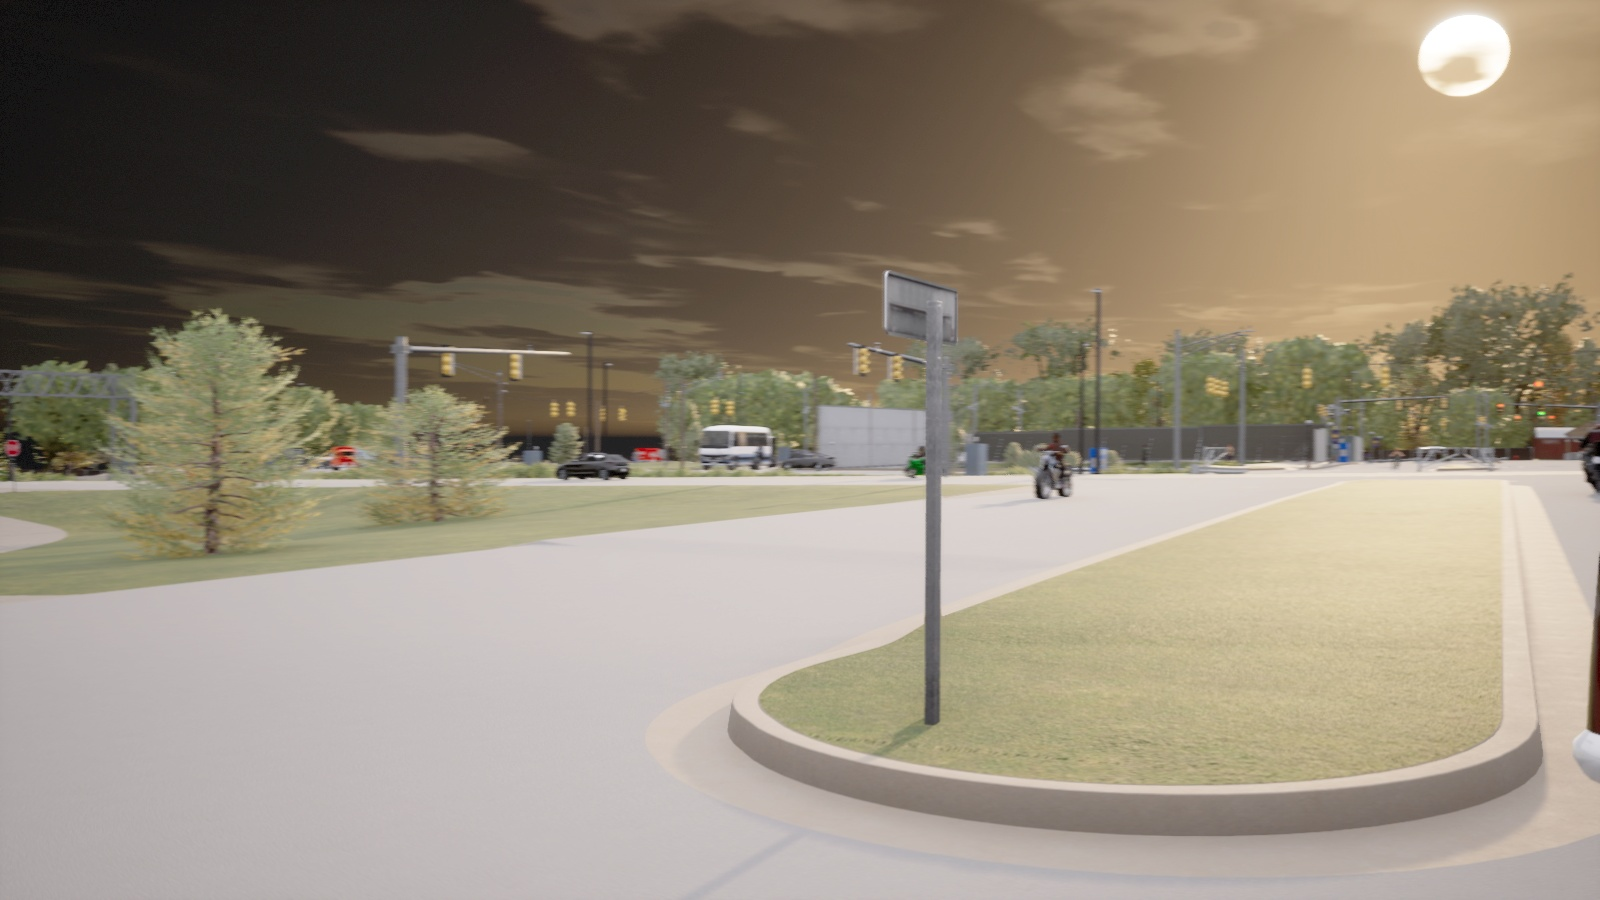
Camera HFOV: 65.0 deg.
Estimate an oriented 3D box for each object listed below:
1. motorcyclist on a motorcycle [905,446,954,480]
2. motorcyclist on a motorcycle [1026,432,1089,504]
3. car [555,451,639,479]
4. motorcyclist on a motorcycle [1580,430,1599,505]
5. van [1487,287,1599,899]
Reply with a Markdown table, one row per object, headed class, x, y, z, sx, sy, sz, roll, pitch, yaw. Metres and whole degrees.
| class | x | y | z | sx | sy | sz | roll | pitch | yaw |
| --- | --- | --- | --- | --- | --- | --- | --- | --- | --- |
| motorcyclist on a motorcycle | 5.911 | 0.603 | 57.437 | 2.044 | 1.523 | 0.797 | -1 | 0 | 30 |
| motorcyclist on a motorcycle | 6.201 | 0.423 | 30.175 | 0.766 | 1.649 | 2.350 | 0 | 0 | 30 |
| car | -10.800 | 0.806 | 66.901 | 4.193 | 1.474 | 1.816 | -1 | 0 | 30 |
| motorcyclist on a motorcycle | 17.098 | 0.355 | 26.612 | 0.866 | 1.530 | 2.191 | 0 | 0 | 29 |
| van | 4.799 | 0.475 | 5.046 | 4.480 | 2.038 | 2.069 | -1 | 3 | -40 |
